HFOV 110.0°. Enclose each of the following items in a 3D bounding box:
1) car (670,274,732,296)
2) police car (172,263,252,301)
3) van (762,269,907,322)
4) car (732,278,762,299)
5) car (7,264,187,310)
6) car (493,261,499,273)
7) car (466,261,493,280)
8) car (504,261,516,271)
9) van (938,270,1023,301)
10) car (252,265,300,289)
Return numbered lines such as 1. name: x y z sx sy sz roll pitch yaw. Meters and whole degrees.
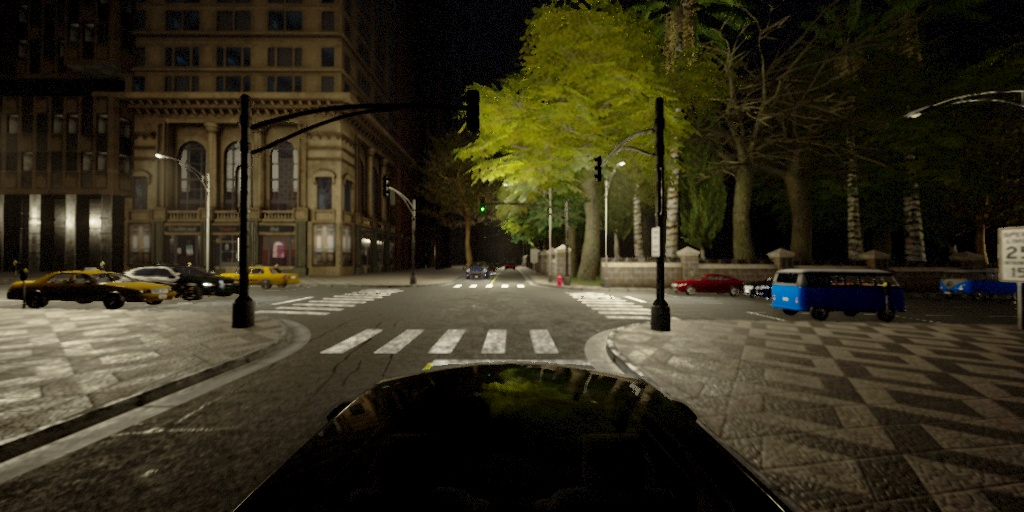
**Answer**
1. car: 11.784 1.707 21.590 4.207 1.307 1.802 0 0 0
2. police car: -14.831 1.134 15.789 4.974 1.542 2.038 1 -1 0
3. van: 11.810 1.368 13.065 3.998 1.789 1.690 0 0 0
4. car: 14.867 1.636 18.939 4.902 1.511 2.128 1 -1 0
5. car: -15.107 1.112 13.019 4.829 1.417 1.751 0 0 0
6. car: -3.349 1.704 51.415 1.994 1.385 4.181 0 -1 0
7. car: -3.275 1.350 35.238 2.097 1.767 4.553 0 0 0
8. car: -0.335 1.748 62.218 1.837 1.490 4.892 0 -1 0
9. van: 28.354 1.735 21.618 3.998 1.789 1.690 0 0 0
10. car: -15.472 1.210 21.544 4.829 1.417 1.751 0 0 0
